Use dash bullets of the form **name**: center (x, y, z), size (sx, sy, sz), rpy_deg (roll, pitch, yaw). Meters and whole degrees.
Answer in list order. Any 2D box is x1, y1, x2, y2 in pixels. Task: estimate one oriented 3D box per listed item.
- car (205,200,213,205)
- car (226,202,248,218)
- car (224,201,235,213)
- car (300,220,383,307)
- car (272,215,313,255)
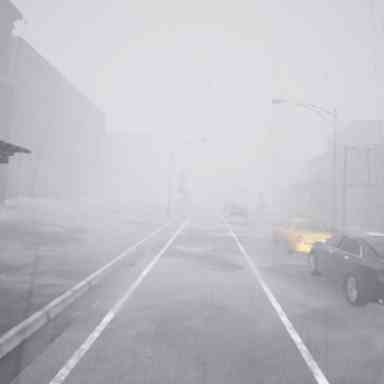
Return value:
- **car**: center (4.367, 2.708, 86.383), size (1.994, 1.385, 4.181), rpy_deg (3, 0, 3)
- **car**: center (5.191, 2.207, 37.772), size (1.895, 1.301, 4.718), rpy_deg (3, -1, 4)
- **car**: center (5.793, 2.121, 48.960), size (2.097, 1.767, 4.553), rpy_deg (3, -1, 3)
- **car**: center (4.480, 1.786, 8.603), size (1.837, 1.490, 4.892), rpy_deg (3, 0, 3)
- **car**: center (4.842, 1.807, 14.788), size (1.801, 1.575, 5.366), rpy_deg (3, -1, 3)
